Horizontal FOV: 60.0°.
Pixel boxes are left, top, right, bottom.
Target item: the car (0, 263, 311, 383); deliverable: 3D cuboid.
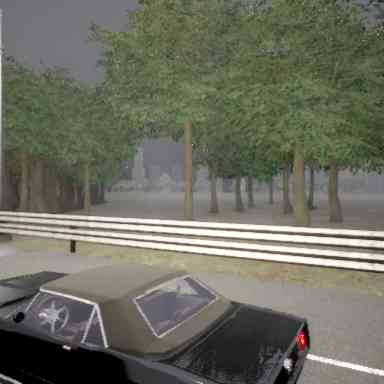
[{"bbox_3d":[-1.155,1.595,4.064,4.718,1.301,1.895,0,0,29],"label":"car"}]
